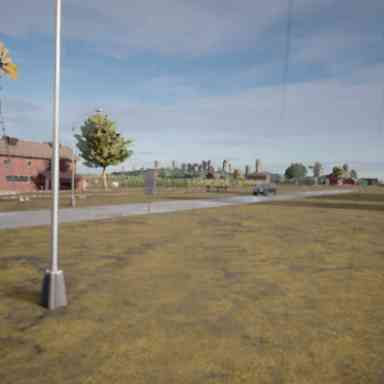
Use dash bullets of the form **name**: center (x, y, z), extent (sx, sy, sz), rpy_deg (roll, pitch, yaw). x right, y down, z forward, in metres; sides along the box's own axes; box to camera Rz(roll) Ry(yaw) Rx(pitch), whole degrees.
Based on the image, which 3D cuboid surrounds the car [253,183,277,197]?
- **car**: center (11.401, -0.391, 51.525), extent (2.150, 2.045, 5.566), rpy_deg (3, 3, 35)
